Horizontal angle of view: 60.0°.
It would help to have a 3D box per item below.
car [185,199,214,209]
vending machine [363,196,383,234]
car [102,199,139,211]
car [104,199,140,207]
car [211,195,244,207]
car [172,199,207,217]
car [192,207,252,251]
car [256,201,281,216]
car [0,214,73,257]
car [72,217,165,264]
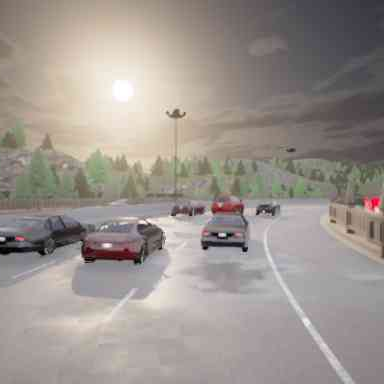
[{"bbox_3d":[1.177,1.796,51.546,2.033,1.411,5.357,0,0,32],"label":"car"},{"bbox_3d":[10.533,1.284,19.073,1.100,2.100,0.880,-1,-1,15],"label":"vending machine"},{"bbox_3d":[-9.829,1.761,46.195,2.033,1.411,5.357,0,0,27],"label":"car"},{"bbox_3d":[-8.367,1.657,41.071,1.882,1.535,5.008,0,0,25],"label":"car"},{"bbox_3d":[3.641,1.360,33.260,2.150,2.045,5.566,0,0,23],"label":"car"},{"bbox_3d":[-0.248,1.487,32.811,2.097,1.767,4.553,0,0,21],"label":"car"},{"bbox_3d":[1.577,1.605,14.464,2.033,1.411,5.357,0,0,11],"label":"car"},{"bbox_3d":[7.896,1.648,34.149,1.837,1.490,4.892,0,0,24],"label":"car"},{"bbox_3d":[-5.723,1.580,13.209,2.033,1.411,5.357,0,0,9],"label":"car"},{"bbox_3d":[-2.297,1.601,12.062,1.994,1.385,4.181,0,0,8],"label":"car"}]
